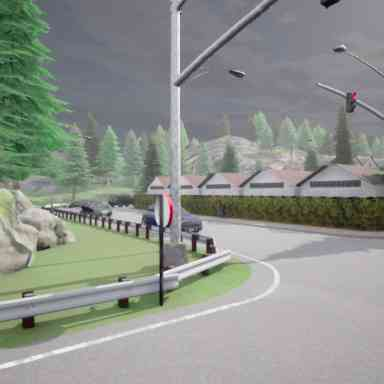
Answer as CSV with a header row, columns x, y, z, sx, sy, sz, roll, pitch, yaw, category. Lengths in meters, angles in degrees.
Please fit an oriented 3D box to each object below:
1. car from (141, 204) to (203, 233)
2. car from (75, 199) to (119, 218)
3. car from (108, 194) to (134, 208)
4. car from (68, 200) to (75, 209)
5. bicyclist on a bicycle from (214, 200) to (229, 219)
x,y,z,sx,sy,sz,roll,pitch,yaw,category
-1.317,1.541,20.497,2.097,1.767,4.553,0,0,-35,car
-9.161,1.681,31.733,2.128,1.511,4.902,0,0,-35,car
-10.971,1.393,53.185,2.150,2.045,5.566,0,0,33,car
-16.538,1.738,49.378,1.994,1.385,4.181,0,0,13,car
2.507,1.489,28.077,1.656,1.620,0.582,0,0,-35,bicyclist on a bicycle
